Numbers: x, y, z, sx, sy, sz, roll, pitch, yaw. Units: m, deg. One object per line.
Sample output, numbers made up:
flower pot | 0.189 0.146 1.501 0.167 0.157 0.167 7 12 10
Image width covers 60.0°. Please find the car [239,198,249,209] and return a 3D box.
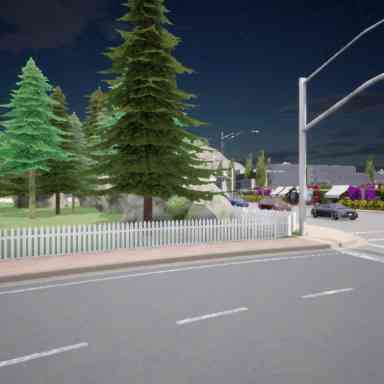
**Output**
car | 6.382 1.533 47.601 1.882 1.535 5.008 0 0 -17

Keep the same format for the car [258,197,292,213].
car | 9.312 1.408 37.707 2.097 1.767 4.553 0 0 -16

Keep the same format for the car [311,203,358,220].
car | 12.066 1.619 28.416 1.994 1.385 4.181 0 0 -16
